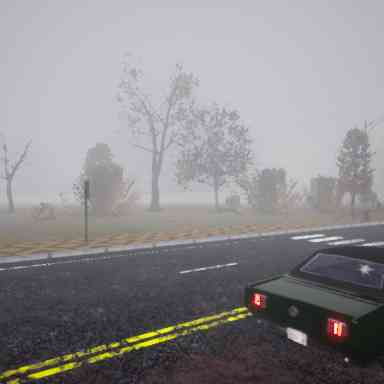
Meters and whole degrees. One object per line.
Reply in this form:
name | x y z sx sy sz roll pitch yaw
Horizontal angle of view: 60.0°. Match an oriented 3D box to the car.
car | 3.200 1.597 5.591 4.718 1.301 1.895 0 0 -35
